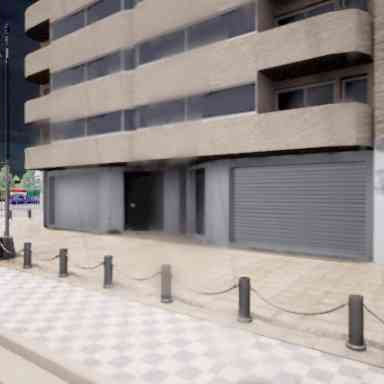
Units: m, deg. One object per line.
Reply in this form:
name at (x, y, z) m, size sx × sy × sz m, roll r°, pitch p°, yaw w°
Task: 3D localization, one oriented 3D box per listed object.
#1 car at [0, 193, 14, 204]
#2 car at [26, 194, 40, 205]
car at (-43.137, 1.254, 74.245) m, size 1.932 × 1.855 × 4.605 m, roll 0°, pitch 0°, yaw 35°
car at (-29.276, 1.486, 64.580) m, size 1.970 × 1.475 × 3.806 m, roll 0°, pitch 0°, yaw 35°
